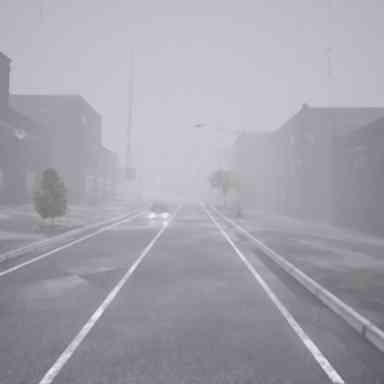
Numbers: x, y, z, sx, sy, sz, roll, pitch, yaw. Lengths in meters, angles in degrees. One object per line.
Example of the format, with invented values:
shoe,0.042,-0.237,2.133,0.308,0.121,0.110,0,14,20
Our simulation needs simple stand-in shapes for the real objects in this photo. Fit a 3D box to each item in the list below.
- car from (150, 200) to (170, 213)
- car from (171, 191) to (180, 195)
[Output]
car,-3.620,1.584,37.920,1.895,1.301,4.718,0,0,0
car,-3.948,0.605,79.685,1.837,1.490,4.892,0,2,-4
